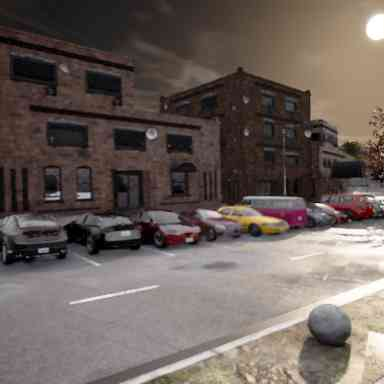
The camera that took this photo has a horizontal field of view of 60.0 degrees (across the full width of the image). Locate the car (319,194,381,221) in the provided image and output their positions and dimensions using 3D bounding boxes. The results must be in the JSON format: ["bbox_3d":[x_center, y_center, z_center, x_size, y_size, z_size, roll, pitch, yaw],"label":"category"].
[{"bbox_3d":[10.941,1.207,25.690,2.435,2.045,5.566,0,0,-41],"label":"car"}]

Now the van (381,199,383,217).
[{"bbox_3d":[13.097,1.215,27.396,1.878,1.987,4.442,0,0,-41],"label":"van"}]

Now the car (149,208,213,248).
[{"bbox_3d":[-1.553,1.533,15.307,2.163,1.488,4.792,0,0,-37],"label":"car"}]

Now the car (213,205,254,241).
[{"bbox_3d":[0.578,1.541,17.016,2.002,1.452,4.674,0,0,-38],"label":"car"}]

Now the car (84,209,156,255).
[{"bbox_3d":[-3.753,1.534,13.692,2.163,1.488,4.792,0,0,-37],"label":"car"}]

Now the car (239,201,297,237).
[{"bbox_3d":[2.827,1.492,18.573,1.946,1.575,5.366,0,0,-39],"label":"car"}]

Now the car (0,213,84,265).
[{"bbox_3d":[-5.917,1.505,12.024,2.231,1.521,4.892,0,0,-36],"label":"car"}]

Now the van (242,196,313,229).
[{"bbox_3d":[4.752,1.264,20.537,1.878,1.987,4.442,0,0,-39],"label":"van"}]

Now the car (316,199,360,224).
[{"bbox_3d":[8.923,1.500,23.856,2.163,1.488,4.792,0,0,-40],"label":"car"}]

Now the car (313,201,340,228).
[{"bbox_3d":[6.914,1.521,22.182,2.002,1.452,4.674,0,0,-40],"label":"car"}]
